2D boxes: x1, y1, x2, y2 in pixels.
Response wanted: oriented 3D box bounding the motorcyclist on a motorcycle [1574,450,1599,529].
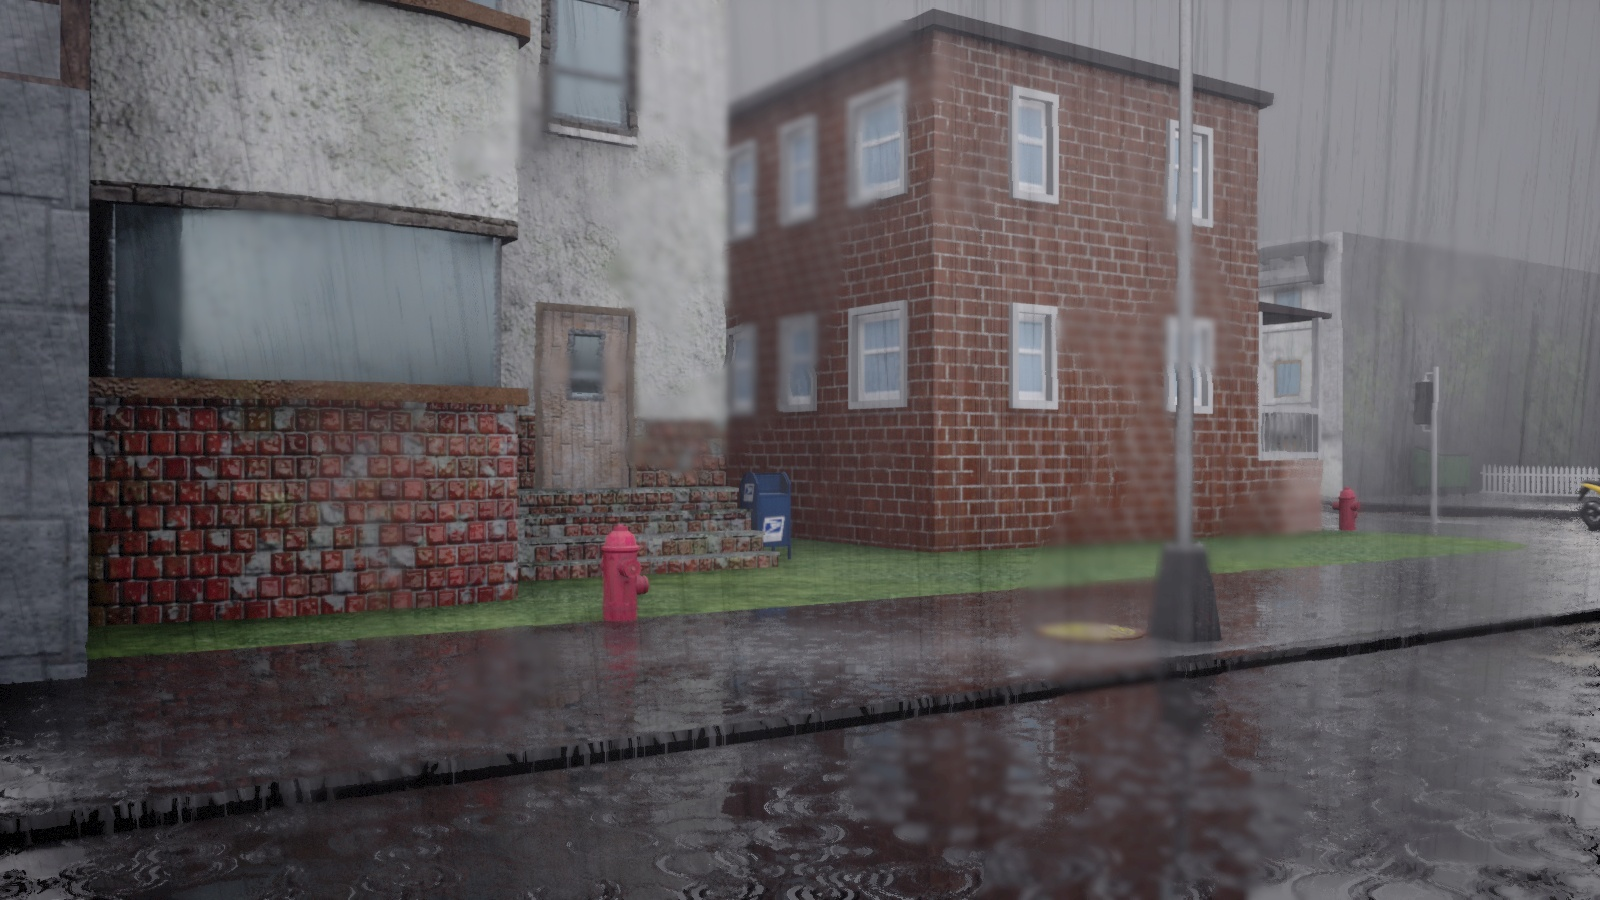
[{"bbox_3d":[16.050,0.752,23.964,0.797,1.523,2.044,0,0,-33],"label":"motorcyclist on a motorcycle"}]
